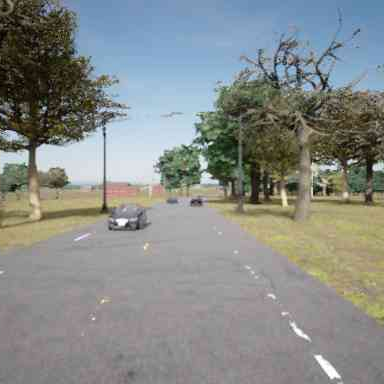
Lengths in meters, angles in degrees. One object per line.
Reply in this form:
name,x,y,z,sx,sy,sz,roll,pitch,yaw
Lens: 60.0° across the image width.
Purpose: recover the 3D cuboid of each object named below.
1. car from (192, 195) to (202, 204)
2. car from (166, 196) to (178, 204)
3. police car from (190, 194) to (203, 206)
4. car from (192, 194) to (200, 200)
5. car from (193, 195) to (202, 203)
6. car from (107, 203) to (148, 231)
car,0.970,1.373,62.498,1.882,1.535,5.008,0,0,2
car,-3.622,1.460,61.835,1.994,1.385,4.181,0,0,2
police car,0.702,1.355,52.649,1.930,1.638,5.238,0,0,1
car,1.052,1.188,85.343,1.812,1.442,4.674,0,0,4
car,1.198,1.378,68.471,1.837,1.490,4.892,0,0,2
car,-3.881,1.486,20.593,2.128,1.511,4.902,0,0,-1
